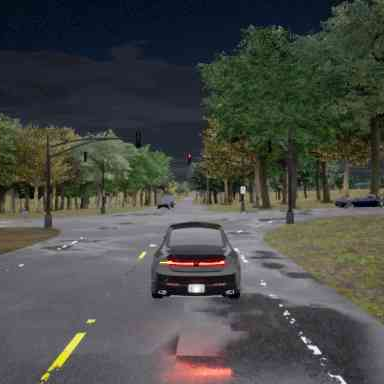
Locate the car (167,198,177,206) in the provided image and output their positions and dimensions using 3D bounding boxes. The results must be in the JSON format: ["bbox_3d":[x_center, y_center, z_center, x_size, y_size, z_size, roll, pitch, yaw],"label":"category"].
[{"bbox_3d":[-4.815,2.393,80.647,2.097,1.767,4.553,0,-2,-1],"label":"car"}]

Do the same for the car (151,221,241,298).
[{"bbox_3d":[0.083,1.508,8.477,1.837,1.490,4.892,0,0,0],"label":"car"}]

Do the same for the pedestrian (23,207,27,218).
[{"bbox_3d":[-18.115,2.203,36.069,0.375,1.300,0.375,0,1,2],"label":"pedestrian"}]

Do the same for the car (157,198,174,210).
[{"bbox_3d":[-4.204,2.007,50.223,1.895,1.301,4.718,0,-1,-1],"label":"car"}]

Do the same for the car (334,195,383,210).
[{"bbox_3d":[15.918,0.927,31.025,4.718,1.301,1.895,-2,-1,4],"label":"car"}]

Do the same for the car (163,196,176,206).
[{"bbox_3d":[-4.410,1.802,60.090,2.150,2.045,5.566,0,-1,-2],"label":"car"}]
